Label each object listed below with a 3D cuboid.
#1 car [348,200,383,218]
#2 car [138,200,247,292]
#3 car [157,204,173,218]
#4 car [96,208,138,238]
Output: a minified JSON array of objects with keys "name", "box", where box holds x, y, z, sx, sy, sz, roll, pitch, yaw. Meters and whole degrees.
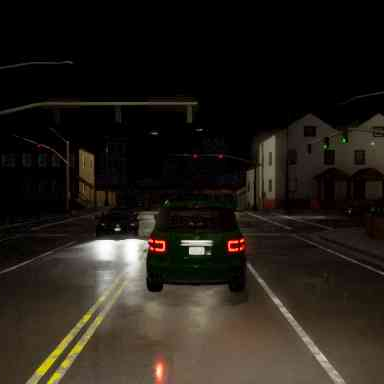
[{"name":"car","box":[16.562,1.491,29.798,4.902,1.511,2.128,0,0,-1]},{"name":"car","box":[0.090,1.221,9.070,2.150,2.045,5.566,0,0,0]},{"name":"car","box":[-3.594,2.597,45.340,1.812,1.442,4.674,0,-9,0]},{"name":"car","box":[-3.753,1.563,17.524,1.994,1.385,4.181,0,0,-8]}]
